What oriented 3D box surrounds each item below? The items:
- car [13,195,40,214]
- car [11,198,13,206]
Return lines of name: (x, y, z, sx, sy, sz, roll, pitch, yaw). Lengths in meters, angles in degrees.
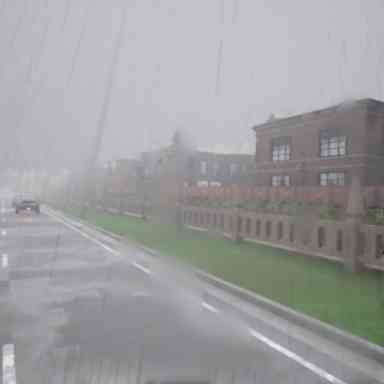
car: (-14.829, 1.126, 29.972, 1.837, 1.490, 4.892, 2, 0, -29)
car: (-19.989, 1.030, 38.965, 2.033, 1.411, 5.357, 2, 0, -29)
